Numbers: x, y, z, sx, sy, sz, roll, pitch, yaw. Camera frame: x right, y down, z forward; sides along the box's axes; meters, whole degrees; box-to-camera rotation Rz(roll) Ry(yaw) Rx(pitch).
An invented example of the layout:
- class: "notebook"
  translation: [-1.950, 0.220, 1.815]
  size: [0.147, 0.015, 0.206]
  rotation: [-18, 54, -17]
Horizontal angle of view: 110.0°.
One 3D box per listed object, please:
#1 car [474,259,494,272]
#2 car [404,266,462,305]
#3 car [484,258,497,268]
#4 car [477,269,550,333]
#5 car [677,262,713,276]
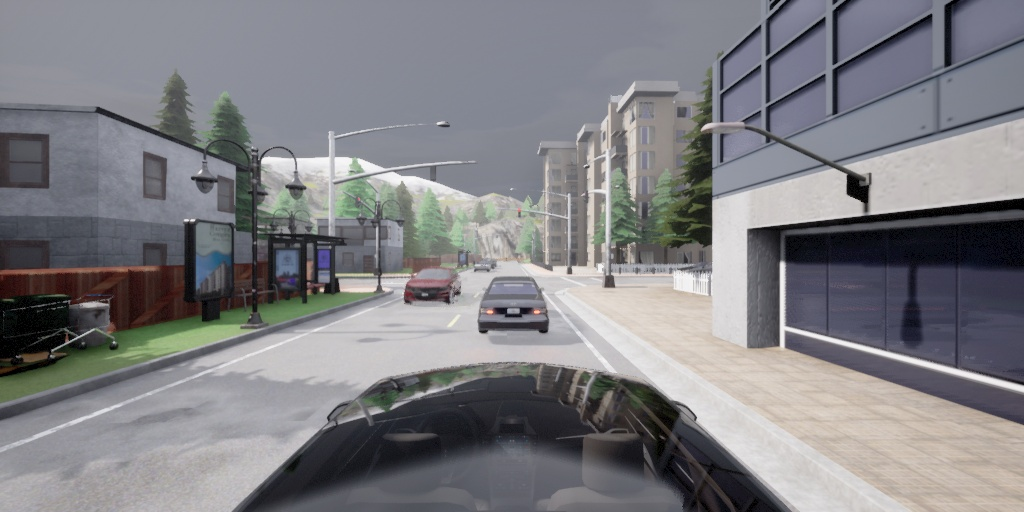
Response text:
- class: "car"
  translation: [-3.735, 1.346, 45.377]
  size: [1.895, 1.301, 4.718]
  rotation: [0, 0, 0]
- class: "car"
  translation: [-3.430, 1.226, 16.382]
  size: [1.882, 1.535, 5.008]
  rotation: [1, 0, -1]
- class: "car"
  translation: [-3.758, 1.096, 55.231]
  size: [2.097, 1.767, 4.553]
  rotation: [0, 0, 0]
- class: "car"
  translation: [0.040, 1.296, 10.668]
  size: [2.033, 1.411, 5.357]
  rotation: [0, 0, 0]
- class: "car"
  translation: [16.598, 1.253, 30.669]
  size: [4.902, 1.511, 2.128]
  rotation: [0, 0, -2]
